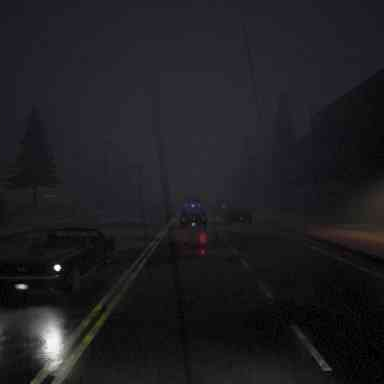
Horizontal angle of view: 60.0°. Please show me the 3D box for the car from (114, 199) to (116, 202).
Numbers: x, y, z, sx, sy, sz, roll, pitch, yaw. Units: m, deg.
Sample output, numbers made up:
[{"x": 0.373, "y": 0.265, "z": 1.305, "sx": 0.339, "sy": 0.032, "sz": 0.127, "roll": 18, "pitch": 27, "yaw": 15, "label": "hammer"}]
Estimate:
[{"x": -21.411, "y": 2.009, "z": 81.039, "sx": 3.866, "sy": 1.878, "sz": 1.905, "roll": 0, "pitch": -1, "yaw": 0, "label": "car"}]

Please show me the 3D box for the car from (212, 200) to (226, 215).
[{"x": 3.569, "y": 1.777, "z": 40.515, "sx": 2.097, "sy": 1.767, "sz": 4.553, "roll": 0, "pitch": -1, "yaw": 0, "label": "car"}]

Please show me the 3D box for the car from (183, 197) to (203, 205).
[{"x": 0.101, "y": 1.628, "z": 38.708, "sx": 2.150, "sy": 2.045, "sz": 5.566, "roll": 0, "pitch": -1, "yaw": 0, "label": "car"}]

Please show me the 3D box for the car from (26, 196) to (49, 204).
[{"x": -38.877, "y": 2.279, "z": 83.754, "sx": 3.806, "sy": 1.475, "sz": 1.970, "roll": 0, "pitch": -1, "yaw": 0, "label": "car"}]

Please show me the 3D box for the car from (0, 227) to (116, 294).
[{"x": -3.542, "y": 1.699, "z": 9.167, "sx": 1.895, "sy": 1.301, "sz": 4.718, "roll": 0, "pitch": -1, "yaw": 1, "label": "car"}]

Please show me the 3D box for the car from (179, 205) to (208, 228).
[{"x": 0.101, "y": 1.853, "z": 23.980, "sx": 1.895, "sy": 1.301, "sz": 4.718, "roll": 0, "pitch": -1, "yaw": 0, "label": "car"}]

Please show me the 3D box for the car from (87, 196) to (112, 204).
[{"x": -21.468, "y": 1.976, "z": 78.145, "sx": 4.605, "sy": 1.855, "sz": 1.932, "roll": 0, "pitch": -1, "yaw": 0, "label": "car"}]

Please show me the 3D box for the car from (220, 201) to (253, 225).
[{"x": 3.581, "y": 1.757, "z": 26.561, "sx": 1.882, "sy": 1.535, "sz": 5.008, "roll": 0, "pitch": -1, "yaw": 0, "label": "car"}]
